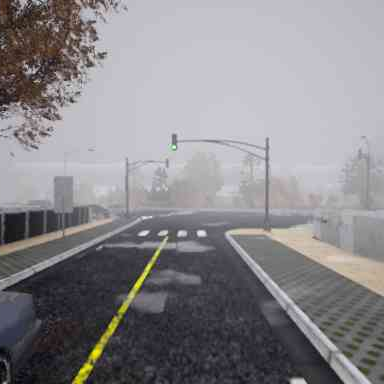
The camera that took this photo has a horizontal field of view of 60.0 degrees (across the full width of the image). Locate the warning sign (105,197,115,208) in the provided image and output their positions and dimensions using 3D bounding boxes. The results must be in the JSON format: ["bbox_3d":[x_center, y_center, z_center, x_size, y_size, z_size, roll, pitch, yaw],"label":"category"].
[{"bbox_3d":[-14.242,1.766,57.830,1.060,1.860,1.300,1,0,36],"label":"warning sign"}]

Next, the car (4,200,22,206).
[{"bbox_3d":[-29.904,2.549,57.594,4.902,1.511,2.128,-1,1,36],"label":"car"}]

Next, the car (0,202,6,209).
[{"bbox_3d":[-41.075,2.787,69.763,4.181,1.385,1.994,-1,1,36],"label":"car"}]

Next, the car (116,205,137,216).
[{"bbox_3d":[-9.296,2.276,42.535,4.718,1.301,1.895,-1,1,36],"label":"car"}]

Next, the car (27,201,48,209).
[{"bbox_3d":[-30.854,2.542,66.353,4.181,1.385,1.994,-1,1,36],"label":"car"}]

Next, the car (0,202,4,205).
[{"bbox_3d":[-33.360,2.665,56.090,4.892,1.490,1.837,-1,1,36],"label":"car"}]

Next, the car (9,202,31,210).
[{"bbox_3d":[-33.046,2.673,63.931,4.718,1.301,1.895,-1,1,36],"label":"car"}]

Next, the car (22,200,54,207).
[{"bbox_3d":[-21.317,2.157,47.252,5.566,2.045,2.150,-1,1,36],"label":"car"}]

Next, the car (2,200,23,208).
[{"bbox_3d":[-38.958,2.572,72.237,4.902,1.511,2.128,-1,1,36],"label":"car"}]

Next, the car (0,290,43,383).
[{"bbox_3d":[-2.849,1.575,1.991,2.033,1.411,5.357,0,-1,0],"label":"car"}]

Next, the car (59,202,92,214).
[{"bbox_3d":[-16.823,2.304,48.008,4.902,1.511,2.128,-1,1,36],"label":"car"}]

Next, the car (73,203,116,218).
[{"bbox_3d":[-11.998,2.269,40.481,4.892,1.490,1.837,-1,1,35],"label":"car"}]
